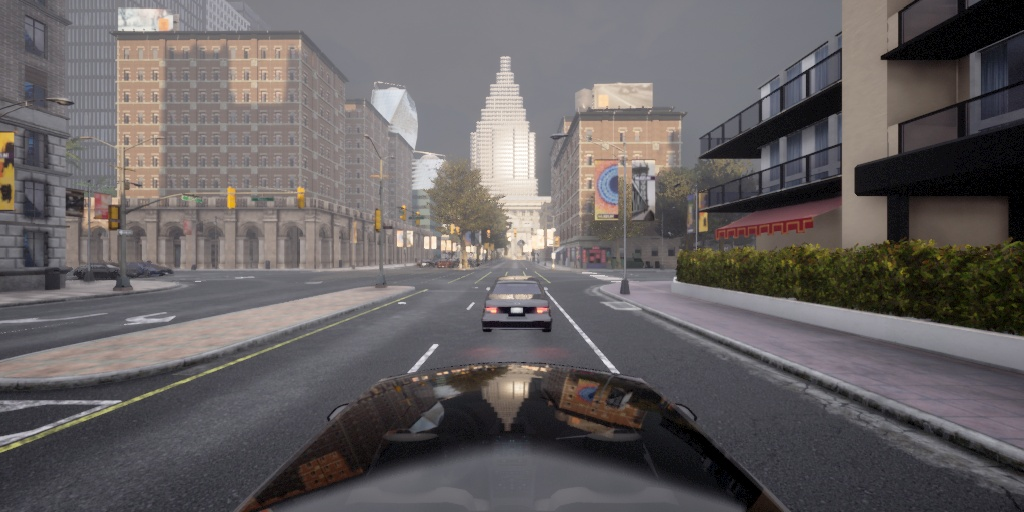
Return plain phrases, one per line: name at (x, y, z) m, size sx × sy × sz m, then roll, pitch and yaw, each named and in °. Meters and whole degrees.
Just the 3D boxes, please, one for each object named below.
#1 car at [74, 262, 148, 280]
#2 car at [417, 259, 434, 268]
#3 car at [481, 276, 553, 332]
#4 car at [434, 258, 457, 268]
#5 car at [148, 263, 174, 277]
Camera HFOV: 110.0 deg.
car at (-35.031, 1.275, 31.110) m, size 4.674 × 1.442 × 1.812 m, roll 0°, pitch 0°, yaw 0°
car at (-14.506, 1.241, 61.595) m, size 2.128 × 1.511 × 4.902 m, roll 0°, pitch 0°, yaw 1°
car at (0.148, 1.297, 10.776) m, size 2.033 × 1.411 × 5.357 m, roll 0°, pitch 0°, yaw 1°
car at (-11.037, 1.102, 59.708) m, size 2.097 × 1.767 × 4.553 m, roll 0°, pitch 0°, yaw 1°
car at (-35.981, 1.298, 34.608) m, size 5.357 × 1.411 × 2.033 m, roll 0°, pitch 0°, yaw 0°
